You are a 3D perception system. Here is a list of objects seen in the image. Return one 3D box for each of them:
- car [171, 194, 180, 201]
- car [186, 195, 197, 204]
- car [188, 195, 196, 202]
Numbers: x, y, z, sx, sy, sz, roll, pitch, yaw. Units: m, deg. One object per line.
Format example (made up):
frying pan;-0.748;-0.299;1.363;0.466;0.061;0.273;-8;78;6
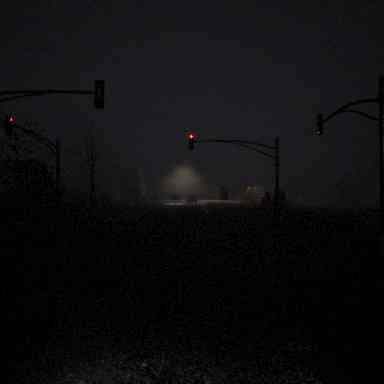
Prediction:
car;-3.564;1.195;72.162;1.837;1.490;4.892;0;0;0
car;-0.059;1.424;67.960;2.097;1.767;4.553;0;0;0
car;-0.068;1.425;77.995;1.837;1.490;4.892;0;0;0
